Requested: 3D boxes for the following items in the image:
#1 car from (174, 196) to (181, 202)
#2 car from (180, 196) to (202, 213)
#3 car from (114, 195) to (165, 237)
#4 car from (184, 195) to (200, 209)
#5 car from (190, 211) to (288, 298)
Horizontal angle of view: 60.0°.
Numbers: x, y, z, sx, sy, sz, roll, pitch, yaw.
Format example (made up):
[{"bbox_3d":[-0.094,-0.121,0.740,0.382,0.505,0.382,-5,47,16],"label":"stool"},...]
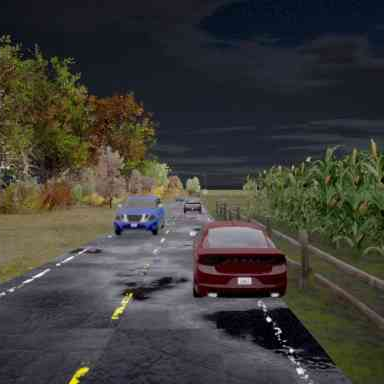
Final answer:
[{"bbox_3d":[-2.742,1.560,73.052,1.994,1.385,4.181,0,0,0],"label":"car"},{"bbox_3d":[0.078,1.486,35.999,2.128,1.511,4.902,0,0,0],"label":"car"},{"bbox_3d":[-2.748,1.218,18.512,2.150,2.045,5.566,0,0,0],"label":"car"},{"bbox_3d":[0.060,1.346,46.034,2.097,1.767,4.553,0,0,1],"label":"car"},{"bbox_3d":[0.964,1.475,8.554,1.882,1.535,5.008,0,0,0],"label":"car"}]
